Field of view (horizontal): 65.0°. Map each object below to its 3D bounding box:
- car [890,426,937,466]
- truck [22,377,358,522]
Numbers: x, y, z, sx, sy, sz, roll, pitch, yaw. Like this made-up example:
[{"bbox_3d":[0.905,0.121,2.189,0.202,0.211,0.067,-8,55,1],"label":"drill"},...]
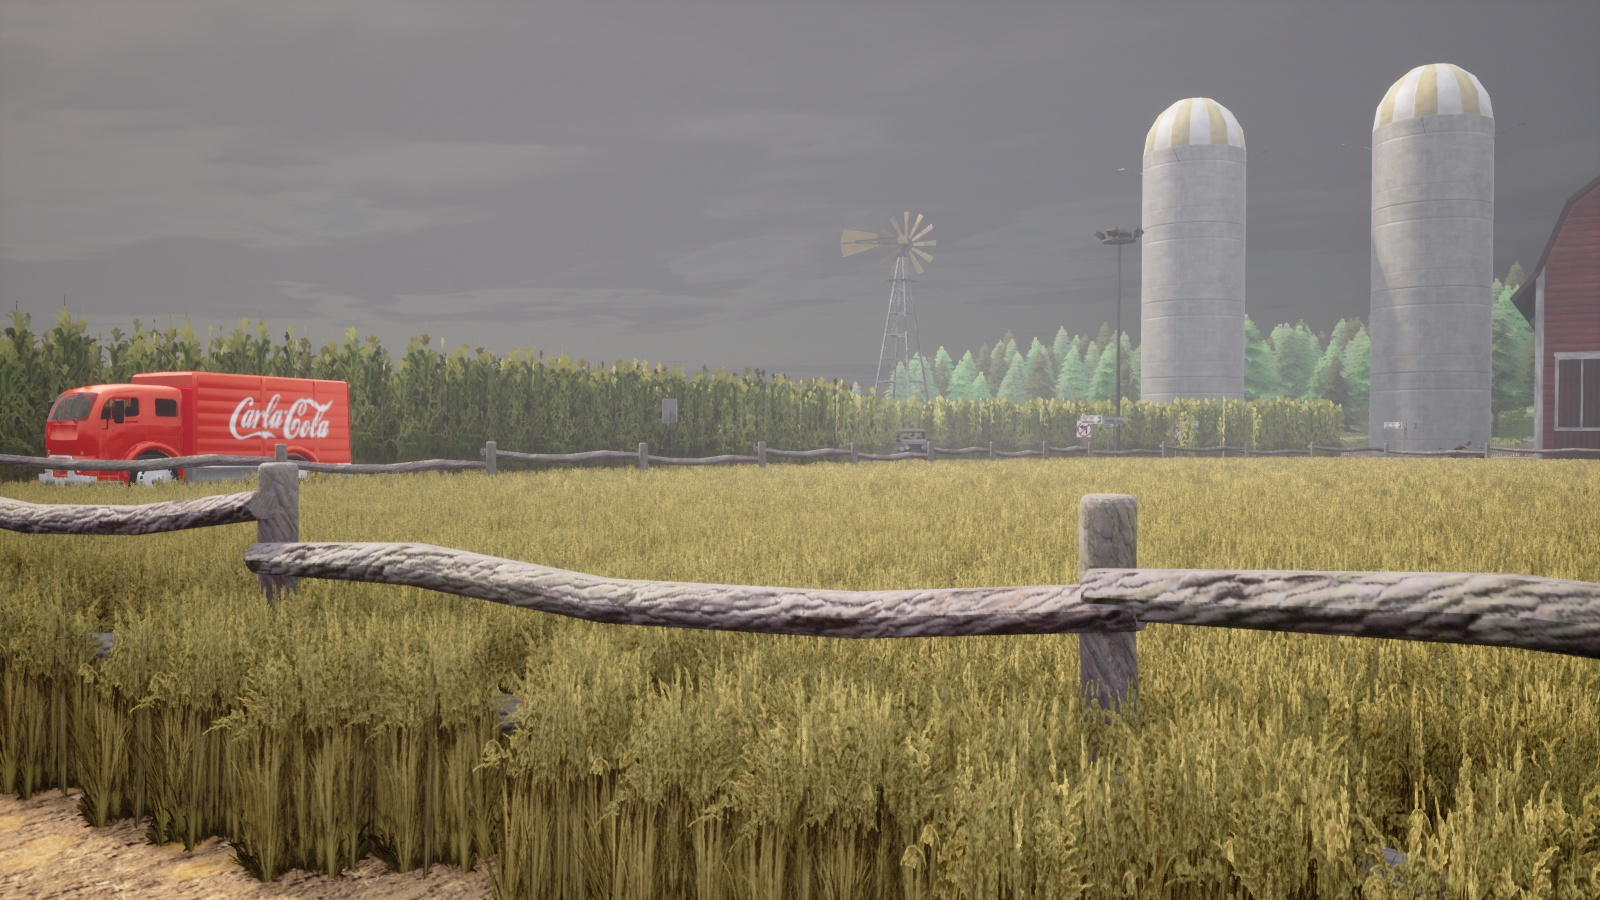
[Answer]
[{"bbox_3d":[5.574,-0.224,61.897,1.905,1.878,3.866,-1,1,0],"label":"car"},{"bbox_3d":[-11.563,-0.024,24.202,2.627,2.467,5.204,0,0,34],"label":"truck"}]
